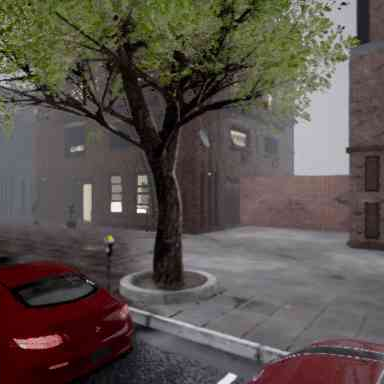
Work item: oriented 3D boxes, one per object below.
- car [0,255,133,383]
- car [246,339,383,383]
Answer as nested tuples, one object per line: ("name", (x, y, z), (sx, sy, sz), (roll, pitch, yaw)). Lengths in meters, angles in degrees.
("car", (-2.665, 1.589, 4.771), (4.206, 1.307, 1.802), (0, 0, 35))
("car", (1.975, 1.439, 1.464), (4.097, 1.590, 1.967), (0, 0, 35))
